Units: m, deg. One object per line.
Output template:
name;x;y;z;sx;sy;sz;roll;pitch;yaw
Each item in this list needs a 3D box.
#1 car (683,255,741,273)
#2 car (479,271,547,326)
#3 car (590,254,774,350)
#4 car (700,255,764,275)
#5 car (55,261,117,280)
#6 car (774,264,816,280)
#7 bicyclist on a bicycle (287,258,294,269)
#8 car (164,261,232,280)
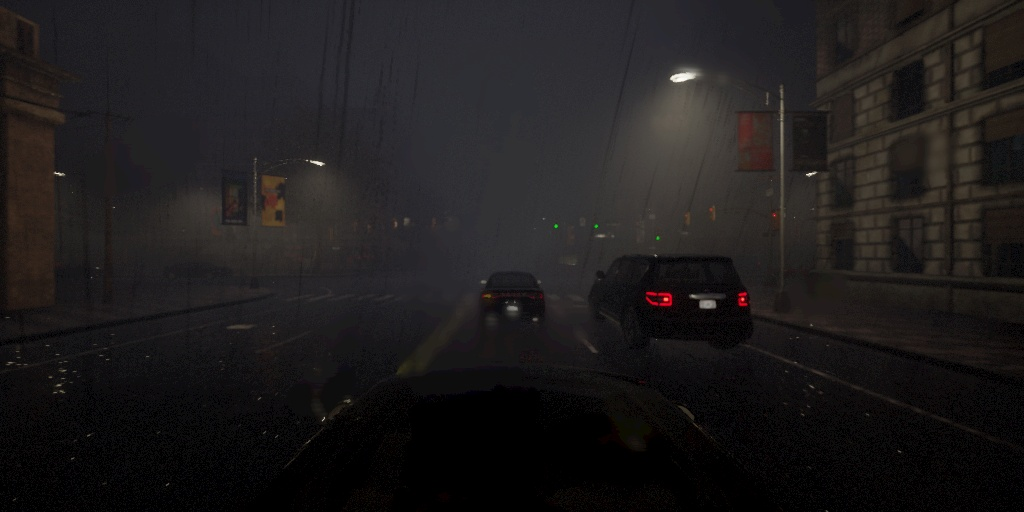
car;23.570;0.955;42.399;5.566;2.045;2.150;0;0;0
car;-0.024;1.225;11.777;1.882;1.535;5.008;0;0;-2
car;3.559;0.969;9.182;2.150;2.045;5.566;0;0;0
car;23.745;0.956;38.887;5.566;2.045;2.150;0;0;1
car;-36.837;1.315;30.852;4.181;1.385;1.994;0;0;0
car;25.222;1.337;30.708;4.718;1.301;1.895;0;0;0
bicyclist on a bicycle;-31.122;1.045;50.319;0.582;1.620;1.656;0;0;0
car;-26.897;1.227;30.826;5.008;1.535;1.882;0;0;0
